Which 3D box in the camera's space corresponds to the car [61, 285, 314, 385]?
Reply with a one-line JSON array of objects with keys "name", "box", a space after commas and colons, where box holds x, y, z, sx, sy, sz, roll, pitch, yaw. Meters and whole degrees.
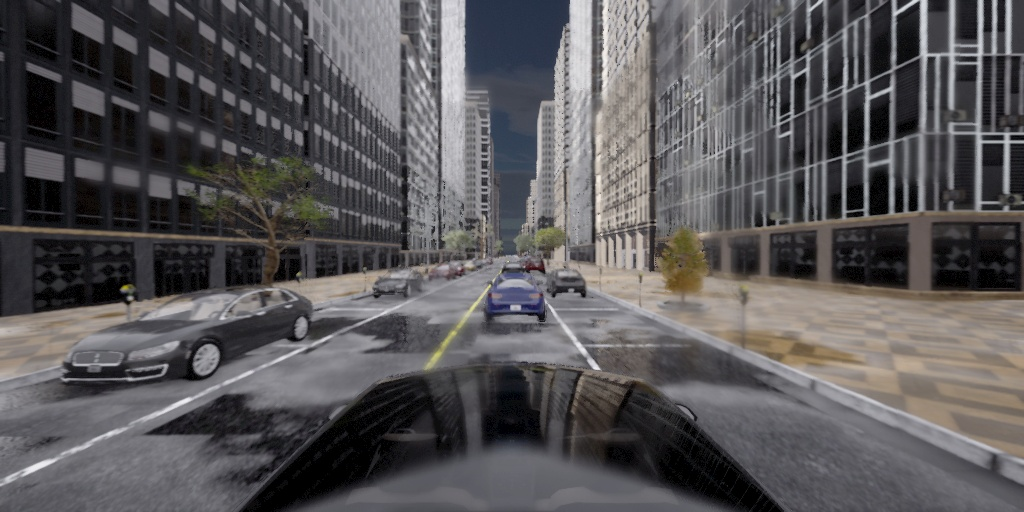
[{"name": "car", "box": [-5.691, 1.305, 7.072, 2.007, 1.370, 4.403, 0, 0, 0]}]

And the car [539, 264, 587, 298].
[{"name": "car", "box": [2.692, 1.314, 18.438, 2.007, 1.370, 4.403, 0, 0, 0]}]

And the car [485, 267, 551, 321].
[{"name": "car", "box": [0.102, 1.285, 12.318, 1.812, 1.442, 4.674, 0, 0, 0]}]

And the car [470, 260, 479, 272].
[{"name": "car", "box": [-5.684, 1.312, 46.688, 1.751, 1.417, 4.829, 0, 0, 0]}]

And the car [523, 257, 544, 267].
[{"name": "car", "box": [2.696, 1.097, 41.173, 2.192, 1.841, 5.009, 0, 0, 0]}]

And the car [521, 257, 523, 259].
[{"name": "car", "box": [2.697, 1.101, 46.857, 2.192, 1.841, 5.009, 0, 0, 0]}]

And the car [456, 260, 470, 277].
[{"name": "car", "box": [-5.686, 1.218, 35.490, 1.967, 1.591, 4.097, 0, 0, 0]}]

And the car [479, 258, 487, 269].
[{"name": "car", "box": [-5.682, 1.361, 58.225, 1.948, 1.339, 4.313, 0, 0, 0]}]

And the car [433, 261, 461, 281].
[{"name": "car", "box": [-5.687, 1.355, 29.806, 1.802, 1.307, 4.207, 0, 0, 0]}]

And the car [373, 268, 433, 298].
[{"name": "car", "box": [-5.689, 1.315, 18.439, 2.007, 1.370, 4.403, 0, 0, 0]}]

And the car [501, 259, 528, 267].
[{"name": "car", "box": [0.108, 1.251, 29.633, 1.882, 1.535, 5.008, 0, 0, 0]}]
